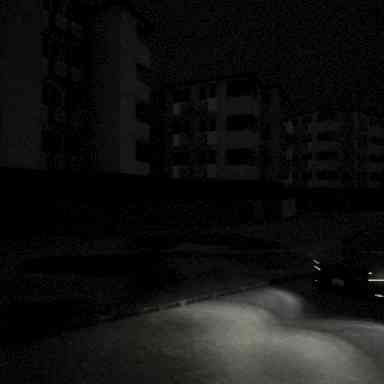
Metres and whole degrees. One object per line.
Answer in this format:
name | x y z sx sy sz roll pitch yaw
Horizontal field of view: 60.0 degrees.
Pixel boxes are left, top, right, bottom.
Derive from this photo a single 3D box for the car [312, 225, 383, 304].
car | 4.972 1.568 8.083 5.008 1.535 1.882 1 -1 -35
